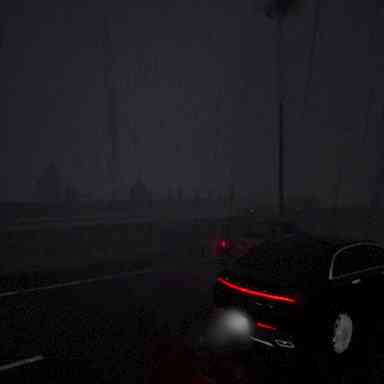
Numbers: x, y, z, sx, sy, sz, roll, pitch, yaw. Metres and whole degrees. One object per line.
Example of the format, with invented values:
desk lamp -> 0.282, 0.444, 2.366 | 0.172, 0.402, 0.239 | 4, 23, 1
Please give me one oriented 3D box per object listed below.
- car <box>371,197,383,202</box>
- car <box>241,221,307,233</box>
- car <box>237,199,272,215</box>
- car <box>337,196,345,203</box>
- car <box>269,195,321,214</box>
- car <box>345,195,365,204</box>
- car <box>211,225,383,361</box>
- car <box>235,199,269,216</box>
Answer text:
car -> 32.869, 1.574, 58.679 | 1.895, 1.301, 4.718 | 0, 0, 37
car -> 3.111, 1.605, 10.999 | 4.718, 1.301, 1.895 | 0, 0, -41
car -> 6.820, 1.544, 35.804 | 1.812, 1.442, 4.674 | 0, 0, 37
car -> 31.329, 1.526, 68.293 | 2.033, 1.411, 5.357 | 0, 0, 37
car -> 8.669, 1.229, 26.934 | 2.150, 2.045, 5.566 | 0, 0, 39
car -> 30.111, 1.341, 60.840 | 2.097, 1.767, 4.553 | 0, 0, 37
car -> 2.537, 1.505, 6.004 | 4.892, 1.490, 1.837 | 0, 0, -38
car -> 5.633, 1.493, 28.770 | 1.882, 1.535, 5.008 | 0, 0, 40
